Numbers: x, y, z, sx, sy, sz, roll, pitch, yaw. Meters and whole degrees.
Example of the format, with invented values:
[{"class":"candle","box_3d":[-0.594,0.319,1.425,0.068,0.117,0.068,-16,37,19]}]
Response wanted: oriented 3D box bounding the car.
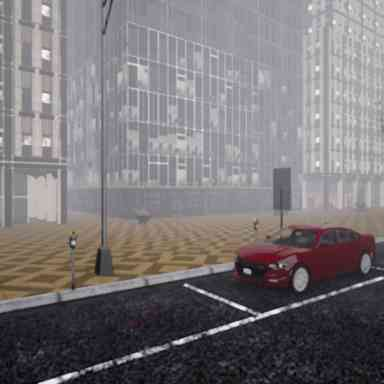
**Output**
[{"class":"car","box_3d":[3.070,1.526,8.750,4.507,1.381,1.887,0,0,-35]}]
